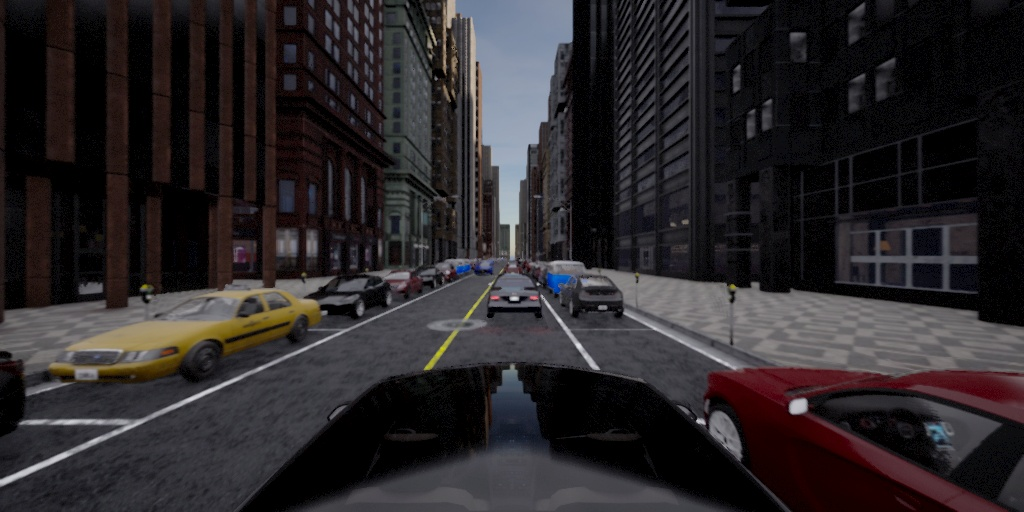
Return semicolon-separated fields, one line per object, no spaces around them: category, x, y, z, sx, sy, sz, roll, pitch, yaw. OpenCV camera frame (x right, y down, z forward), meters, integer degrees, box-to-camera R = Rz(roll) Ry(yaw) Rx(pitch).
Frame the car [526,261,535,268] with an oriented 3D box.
car;2.758;1.432;35.634;2.007;1.370;4.403;0;0;0

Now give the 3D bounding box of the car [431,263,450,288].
car;-5.766;1.400;24.344;1.948;1.339;4.313;0;0;0

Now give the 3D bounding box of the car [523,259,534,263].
car;2.756;1.476;46.906;1.888;1.381;4.507;0;0;0

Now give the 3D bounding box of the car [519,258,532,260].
car;2.755;1.297;58.177;2.192;1.841;5.009;0;0;0

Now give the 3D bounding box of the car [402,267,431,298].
car;-5.765;1.394;18.708;1.802;1.307;4.207;0;0;0

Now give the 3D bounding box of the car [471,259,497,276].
car;-3.101;1.380;40.488;1.882;1.535;5.008;0;0;0

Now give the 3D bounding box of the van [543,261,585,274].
van;2.760;1.153;18.725;1.690;1.789;3.998;0;0;0

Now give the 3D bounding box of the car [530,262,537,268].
car;2.758;1.439;29.997;1.802;1.307;4.207;0;0;0

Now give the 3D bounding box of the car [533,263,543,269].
car;2.759;1.385;24.361;2.007;1.370;4.403;0;0;0

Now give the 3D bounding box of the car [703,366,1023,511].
car;2.762;1.295;1.817;1.888;1.381;4.507;0;0;0

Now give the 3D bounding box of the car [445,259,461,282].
car;-5.767;1.297;29.981;1.967;1.591;4.097;0;0;0

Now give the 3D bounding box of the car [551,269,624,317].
car;2.761;1.341;13.089;2.007;1.370;4.403;0;0;0

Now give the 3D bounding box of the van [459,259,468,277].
van;-5.767;1.222;35.617;1.690;1.789;3.998;0;0;0

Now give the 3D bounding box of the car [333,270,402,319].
car;-5.764;1.357;13.070;1.948;1.339;4.313;0;0;0

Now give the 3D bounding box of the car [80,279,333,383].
car;-5.764;1.296;7.264;1.751;1.417;4.829;0;0;0

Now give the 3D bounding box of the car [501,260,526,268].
car;0.090;1.401;34.382;1.812;1.442;4.674;0;0;0

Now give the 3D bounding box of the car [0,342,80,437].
car;-5.763;1.316;1.798;1.948;1.339;4.313;0;0;0

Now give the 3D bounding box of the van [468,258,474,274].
van;-5.768;1.247;41.253;1.690;1.789;3.998;0;0;0

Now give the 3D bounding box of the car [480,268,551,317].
car;0.083;1.339;13.293;2.033;1.411;5.357;0;0;0
